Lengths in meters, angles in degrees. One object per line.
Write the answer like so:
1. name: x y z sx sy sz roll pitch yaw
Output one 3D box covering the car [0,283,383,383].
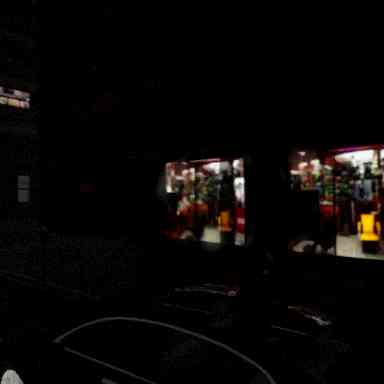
1. car: -0.082 1.543 2.951 4.403 1.369 2.008 0 -1 36
